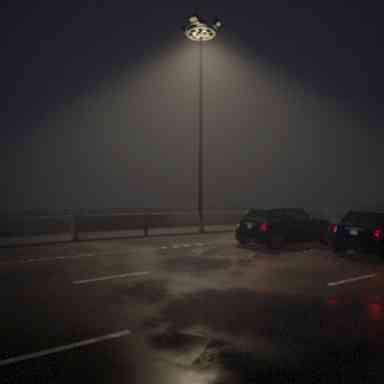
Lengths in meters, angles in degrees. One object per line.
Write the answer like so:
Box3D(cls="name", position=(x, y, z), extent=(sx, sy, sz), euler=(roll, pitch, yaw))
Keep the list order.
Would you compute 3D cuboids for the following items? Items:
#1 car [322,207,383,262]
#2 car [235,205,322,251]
Box3D(cls="car", position=(7.393, 1.427, 12.440), extent=(4.553, 1.767, 2.097), euler=(1, 0, -29))
Box3D(cls="car", position=(4.206, 1.423, 14.666), extent=(4.553, 1.767, 2.097), euler=(0, 0, -29))
